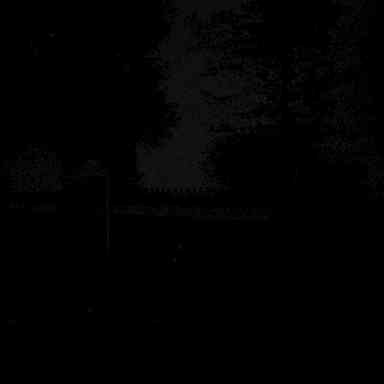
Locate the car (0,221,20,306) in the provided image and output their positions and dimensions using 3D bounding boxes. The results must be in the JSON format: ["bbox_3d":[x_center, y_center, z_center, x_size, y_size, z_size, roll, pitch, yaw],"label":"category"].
[{"bbox_3d":[-5.487,1.368,6.716,5.009,1.841,2.192,-1,0,35],"label":"car"}]
